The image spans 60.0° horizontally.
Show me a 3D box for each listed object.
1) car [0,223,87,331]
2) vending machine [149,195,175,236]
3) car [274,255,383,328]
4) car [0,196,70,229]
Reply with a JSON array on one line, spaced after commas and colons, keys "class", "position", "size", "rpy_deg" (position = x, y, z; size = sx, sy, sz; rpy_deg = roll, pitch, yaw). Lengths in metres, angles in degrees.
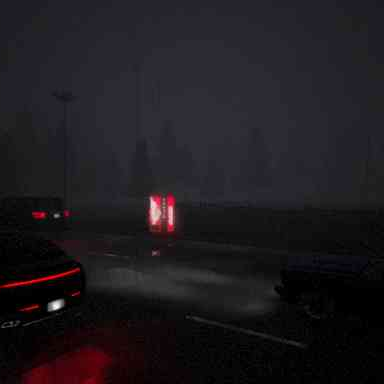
[{"class": "car", "position": [-4.164, 1.504, 6.384], "size": [4.892, 1.490, 1.837], "rpy_deg": [0, 0, 31]}, {"class": "vending machine", "position": [-1.595, 1.195, 17.765], "size": [0.880, 2.100, 1.100], "rpy_deg": [0, 0, 29]}, {"class": "car", "position": [3.862, 1.601, 5.470], "size": [4.718, 1.301, 1.895], "rpy_deg": [0, 0, 35]}, {"class": "car", "position": [-8.762, 1.220, 16.831], "size": [5.566, 2.045, 2.150], "rpy_deg": [0, 0, 26]}]
